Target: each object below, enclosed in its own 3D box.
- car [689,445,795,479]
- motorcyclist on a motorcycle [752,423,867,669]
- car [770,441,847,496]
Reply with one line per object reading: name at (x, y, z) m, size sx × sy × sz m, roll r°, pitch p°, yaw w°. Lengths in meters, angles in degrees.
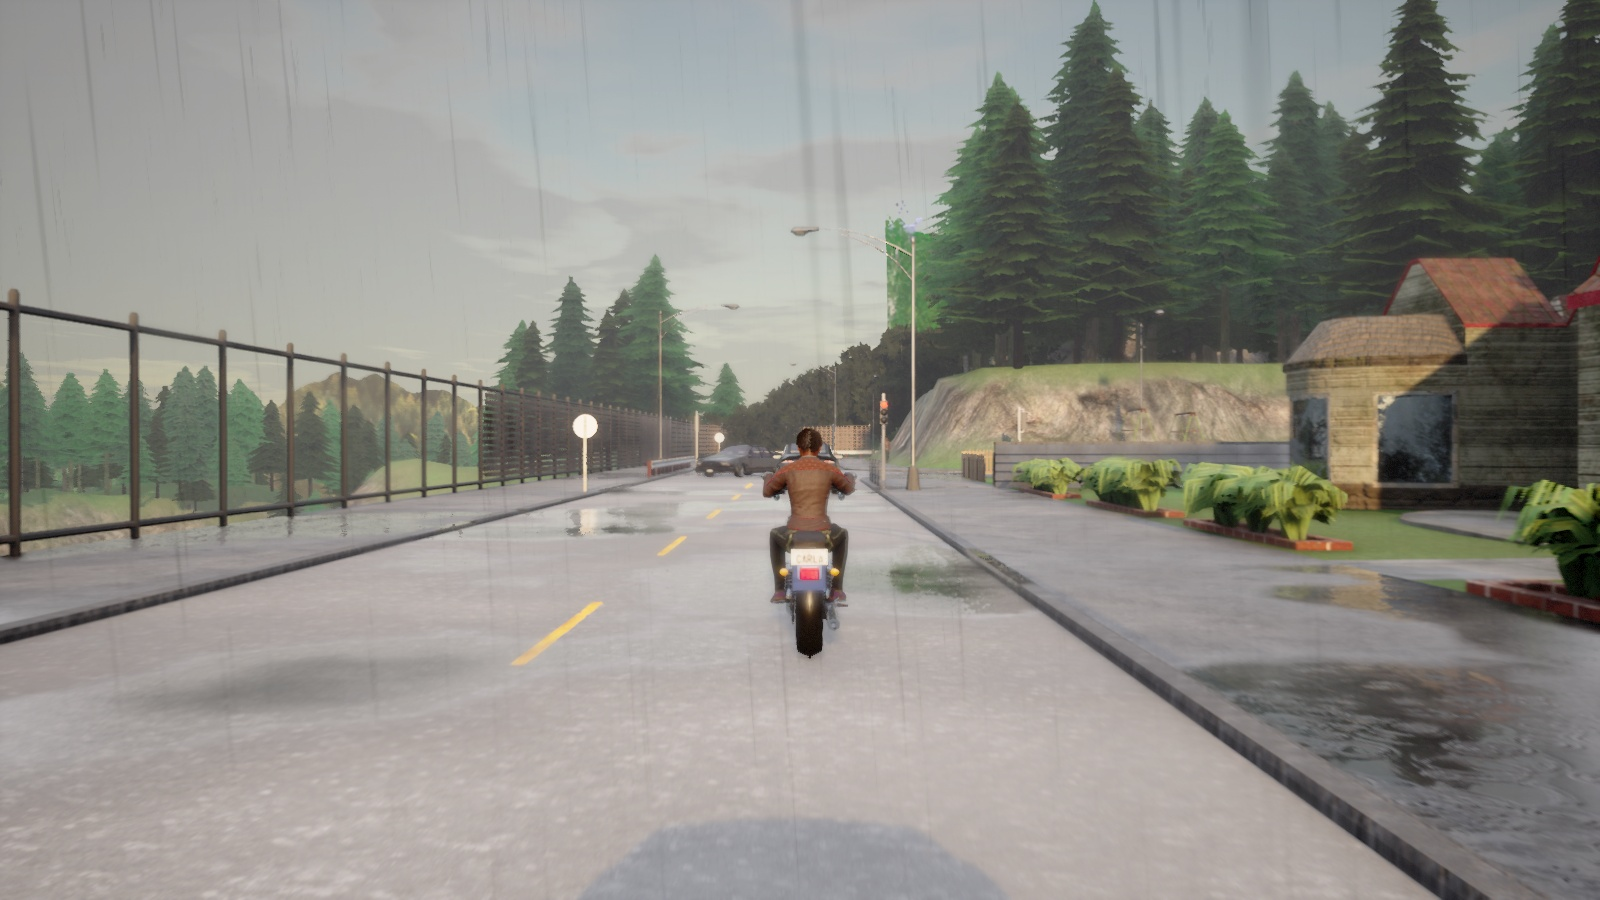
car at (-2.479, 0.480, 55.343) m, size 2.033 × 1.411 × 5.357 m, roll 0°, pitch 0°, yaw 31°
motorcyclist on a motorcycle at (0.070, 0.643, 9.605) m, size 0.766 × 1.649 × 2.350 m, roll 0°, pitch 0°, yaw 0°
car at (0.238, 0.493, 37.280) m, size 2.128 × 1.511 × 4.902 m, roll 0°, pitch 0°, yaw 0°
